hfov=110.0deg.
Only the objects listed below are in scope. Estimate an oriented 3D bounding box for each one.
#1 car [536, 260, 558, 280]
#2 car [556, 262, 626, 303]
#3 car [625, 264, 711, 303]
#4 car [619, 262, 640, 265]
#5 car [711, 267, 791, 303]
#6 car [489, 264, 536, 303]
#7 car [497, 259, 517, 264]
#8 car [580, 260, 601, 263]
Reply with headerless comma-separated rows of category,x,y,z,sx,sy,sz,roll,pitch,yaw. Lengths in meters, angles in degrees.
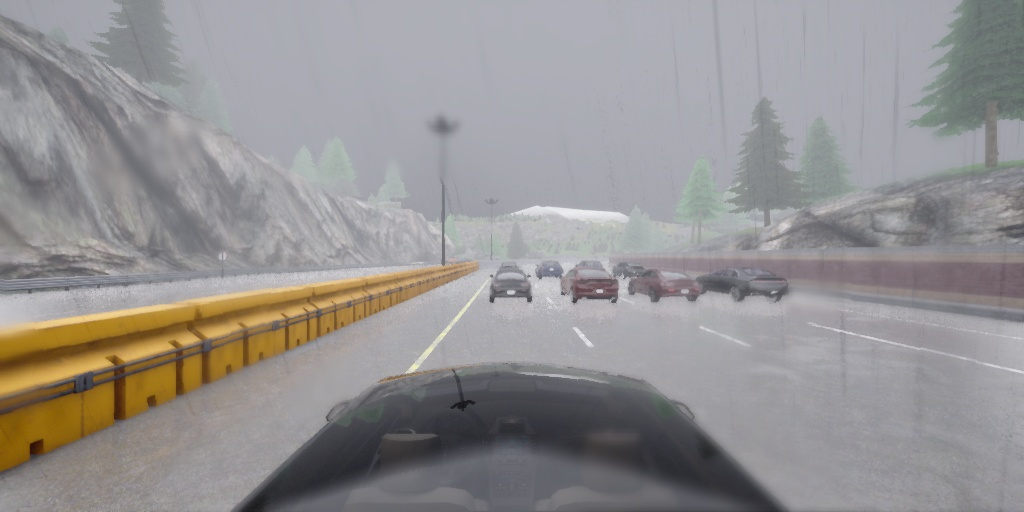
car,3.244,1.116,31.579,2.097,1.767,4.553,0,0,-1
car,3.434,1.235,16.610,1.882,1.535,5.008,0,0,-1
car,6.933,1.283,16.655,1.812,1.442,4.674,0,0,-1
car,10.243,1.266,31.698,1.837,1.490,4.892,0,0,-1
car,10.433,1.245,16.699,2.128,1.511,4.902,0,0,-1
car,-0.066,1.283,16.566,1.812,1.442,4.674,0,0,-1
car,-0.256,1.266,31.565,1.837,1.490,4.892,0,0,-1
car,6.744,1.116,31.623,2.097,1.767,4.553,0,0,-1
